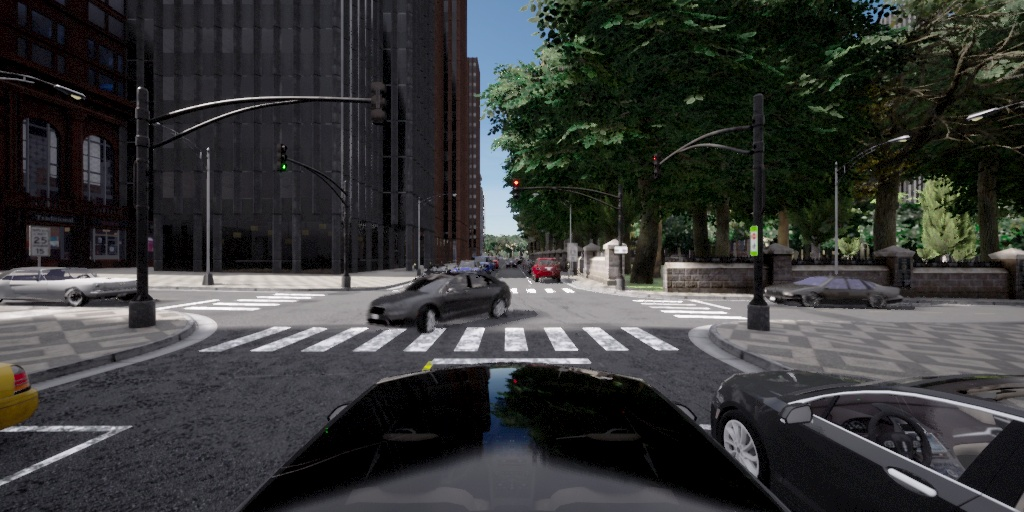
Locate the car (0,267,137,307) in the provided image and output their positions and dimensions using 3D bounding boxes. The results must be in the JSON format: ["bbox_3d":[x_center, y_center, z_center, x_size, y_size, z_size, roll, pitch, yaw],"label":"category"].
[{"bbox_3d":[-16.480,1.069,13.109,4.718,1.301,1.895,1,0,-1],"label":"car"}]

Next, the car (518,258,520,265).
[{"bbox_3d":[2.555,1.235,61.148,1.967,1.591,4.097,0,0,0],"label":"car"}]

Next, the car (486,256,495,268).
[{"bbox_3d":[-3.217,0.990,36.567,2.150,2.045,5.566,0,0,0],"label":"car"}]

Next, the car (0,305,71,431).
[{"bbox_3d":[-5.760,1.275,1.536,1.751,1.417,4.829,0,0,0],"label":"car"}]

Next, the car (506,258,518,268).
[{"bbox_3d":[-0.108,1.397,61.477,1.895,1.301,4.718,0,0,0],"label":"car"}]

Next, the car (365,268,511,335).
[{"bbox_3d":[-1.977,1.267,10.890,1.837,1.490,4.892,-3,-2,37],"label":"car"}]

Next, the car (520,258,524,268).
[{"bbox_3d":[2.593,1.334,50.235,2.007,1.370,4.403,0,0,0],"label":"car"}]

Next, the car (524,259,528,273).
[{"bbox_3d":[2.632,1.337,39.322,1.948,1.339,4.313,0,0,0],"label":"car"}]

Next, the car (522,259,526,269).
[{"bbox_3d":[2.613,1.328,44.778,2.007,1.370,4.403,0,0,0],"label":"car"}]

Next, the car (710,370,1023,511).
[{"bbox_3d":[2.764,1.300,1.745,2.007,1.370,4.403,0,0,0],"label":"car"}]

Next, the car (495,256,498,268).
[{"bbox_3d":[-3.248,1.132,46.749,2.097,1.767,4.553,0,0,0],"label":"car"}]

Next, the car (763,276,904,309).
[{"bbox_3d":[14.713,1.623,16.592,5.357,1.411,2.033,1,0,-1],"label":"car"}]

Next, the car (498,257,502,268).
[{"bbox_3d":[-3.248,1.013,57.256,2.150,2.045,5.566,0,0,0],"label":"car"}]

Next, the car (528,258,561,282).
[{"bbox_3d":[2.670,1.075,28.410,2.192,1.841,5.009,0,0,0],"label":"car"}]

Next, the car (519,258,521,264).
[{"bbox_3d":[2.574,1.229,55.692,1.967,1.591,4.097,0,0,0],"label":"car"}]

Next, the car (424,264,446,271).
[{"bbox_3d":[-5.855,1.326,28.370,1.948,1.339,4.313,0,0,0],"label":"car"}]

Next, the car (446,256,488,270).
[{"bbox_3d":[-3.251,1.111,26.807,2.097,1.767,4.553,0,0,1],"label":"car"}]
